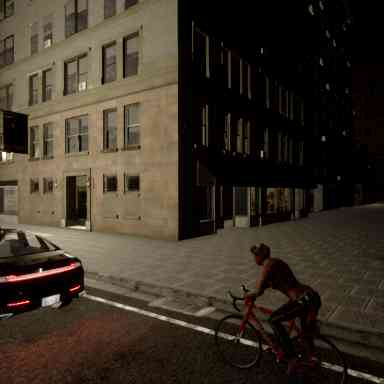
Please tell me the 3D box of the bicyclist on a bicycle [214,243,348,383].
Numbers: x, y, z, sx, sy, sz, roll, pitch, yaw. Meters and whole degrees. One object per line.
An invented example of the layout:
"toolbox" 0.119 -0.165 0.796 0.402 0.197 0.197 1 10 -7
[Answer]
"bicyclist on a bicycle" 0.968 1.453 3.972 1.656 1.620 0.582 0 0 36

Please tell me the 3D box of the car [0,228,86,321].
"car" -4.184 1.492 6.666 4.902 1.511 2.128 0 0 36
